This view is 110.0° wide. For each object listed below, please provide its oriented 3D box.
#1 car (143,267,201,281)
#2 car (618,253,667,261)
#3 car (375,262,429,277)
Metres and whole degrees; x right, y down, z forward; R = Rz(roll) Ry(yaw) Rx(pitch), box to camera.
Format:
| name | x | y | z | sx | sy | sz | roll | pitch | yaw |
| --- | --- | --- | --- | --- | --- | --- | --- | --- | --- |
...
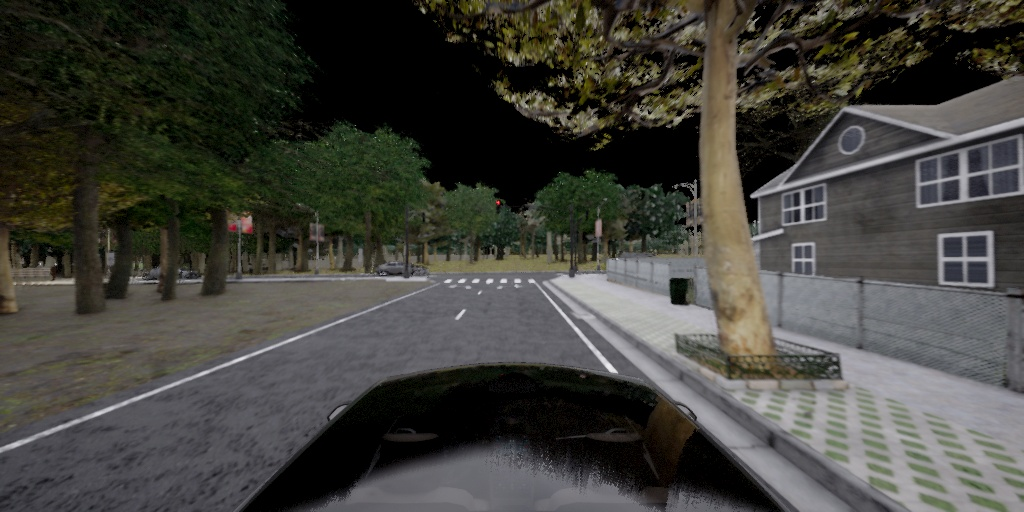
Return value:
| name | x | y | z | sx | sy | sz | roll | pitch | yaw |
| --- | --- | --- | --- | --- | --- | --- | --- | --- | --- |
| car | -32.108 | 1.670 | 33.937 | 4.181 | 1.385 | 1.994 | -1 | -1 | 0 |
| car | 12.528 | 0.705 | 33.807 | 5.566 | 2.045 | 2.150 | -1 | -1 | 0 |
| car | -10.348 | 1.293 | 33.872 | 4.902 | 1.511 | 2.128 | -1 | -1 | 0 |
